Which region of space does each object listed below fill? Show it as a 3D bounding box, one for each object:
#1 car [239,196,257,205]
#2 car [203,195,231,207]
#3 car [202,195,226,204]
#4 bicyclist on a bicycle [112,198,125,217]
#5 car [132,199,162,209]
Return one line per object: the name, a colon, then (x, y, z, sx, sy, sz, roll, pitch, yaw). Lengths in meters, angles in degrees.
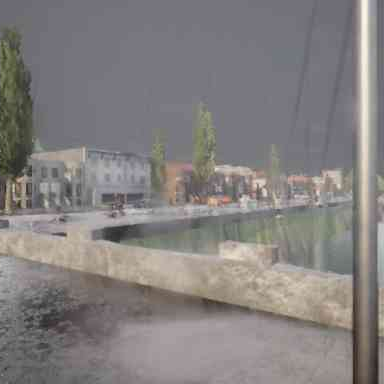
car: (9.930, 1.518, 59.199, 1.812, 1.442, 4.674, 0, 0, 35)
car: (4.145, 1.344, 50.997, 2.097, 1.767, 4.553, 0, 0, 36)
car: (3.771, 1.297, 57.448, 1.837, 1.490, 4.892, 0, 0, 35)
bicyclist on a bicycle: (-6.414, 1.342, 28.851, 1.656, 1.620, 0.582, 0, 0, 35)
car: (-5.900, 1.554, 44.036, 1.994, 1.385, 4.181, 0, 0, 36)
